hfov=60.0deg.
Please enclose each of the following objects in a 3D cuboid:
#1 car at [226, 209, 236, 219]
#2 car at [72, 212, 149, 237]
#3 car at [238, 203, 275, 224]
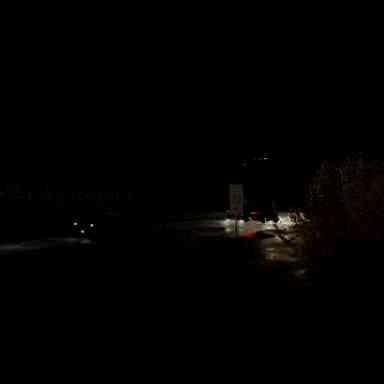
[{"bbox_3d":[5.495,1.954,35.671,2.097,1.767,4.553,-1,-1,35],"label":"car"},{"bbox_3d":[-4.870,1.939,20.415,1.895,1.301,4.718,-1,-1,35],"label":"car"},{"bbox_3d":[6.314,2.016,30.341,1.837,1.490,4.892,-1,-1,34],"label":"car"}]
